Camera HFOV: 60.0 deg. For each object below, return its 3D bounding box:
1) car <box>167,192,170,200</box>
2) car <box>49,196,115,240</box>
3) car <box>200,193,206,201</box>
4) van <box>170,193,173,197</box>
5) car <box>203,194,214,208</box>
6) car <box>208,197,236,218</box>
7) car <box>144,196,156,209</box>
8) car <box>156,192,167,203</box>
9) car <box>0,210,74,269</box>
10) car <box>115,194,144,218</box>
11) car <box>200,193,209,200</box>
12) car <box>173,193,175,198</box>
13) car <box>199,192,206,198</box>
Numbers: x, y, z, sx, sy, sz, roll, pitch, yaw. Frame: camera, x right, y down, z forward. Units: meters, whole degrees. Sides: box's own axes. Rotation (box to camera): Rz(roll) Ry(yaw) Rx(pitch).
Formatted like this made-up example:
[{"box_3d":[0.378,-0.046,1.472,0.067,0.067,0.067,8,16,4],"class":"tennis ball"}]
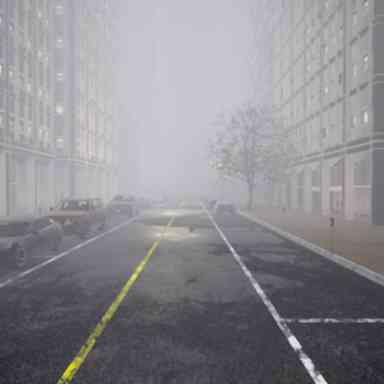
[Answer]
[{"box_3d":[-5.662,1.125,62.132,1.947,1.339,4.313,0,0,0],"class":"car"},{"box_3d":[-5.686,1.205,16.554,2.192,1.841,5.009,0,0,0],"class":"car"},{"box_3d":[2.712,1.197,50.733,2.008,1.369,4.403,0,0,0],"class":"car"},{"box_3d":[-5.657,0.810,73.525,1.690,1.788,3.998,0,0,0],"class":"van"},{"box_3d":[2.706,1.281,39.339,2.008,1.369,4.403,0,0,0],"class":"car"},{"box_3d":[2.701,1.362,27.945,2.008,1.369,4.403,0,0,0],"class":"car"},{"box_3d":[-5.674,1.313,39.345,1.802,1.307,4.206,0,0,0],"class":"car"},{"box_3d":[-5.665,1.130,56.265,1.752,1.417,4.829,0,0,0],"class":"car"},{"box_3d":[-5.688,1.494,10.859,1.947,1.339,4.313,0,0,0],"class":"car"},{"box_3d":[-5.680,1.126,27.948,2.192,1.841,5.009,0,0,0],"class":"car"},{"box_3d":[2.724,1.013,73.522,1.887,1.381,4.507,0,0,0],"class":"car"},{"box_3d":[-5.647,0.878,90.617,2.008,1.369,4.403,0,0,0],"class":"car"},{"box_3d":[2.733,0.850,90.782,1.752,1.417,4.829,0,0,0],"class":"car"}]
